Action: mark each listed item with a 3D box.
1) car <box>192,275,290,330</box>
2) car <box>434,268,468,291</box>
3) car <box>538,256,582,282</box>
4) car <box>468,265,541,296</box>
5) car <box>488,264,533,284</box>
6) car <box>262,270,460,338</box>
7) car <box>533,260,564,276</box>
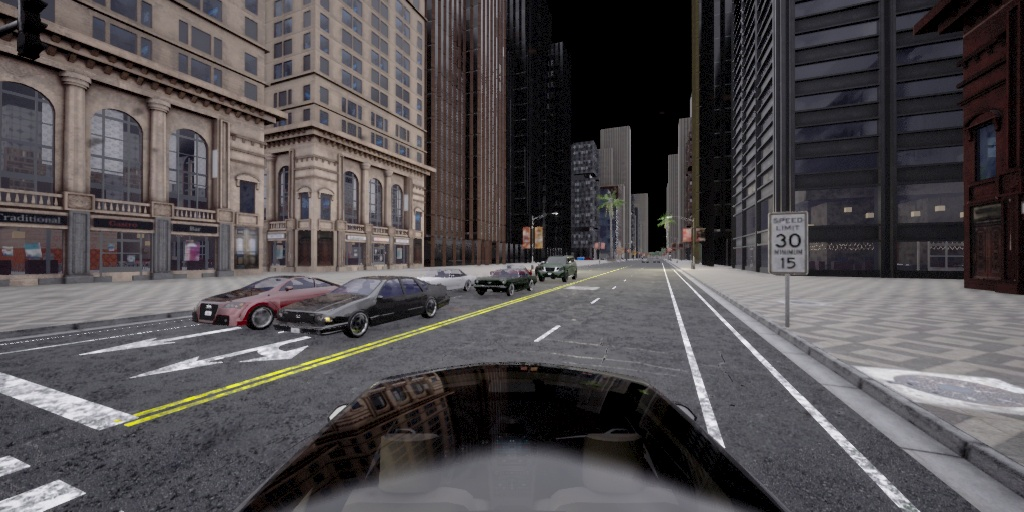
[{"bbox_3d":[-7.170,1.316,11.206,1.994,1.385,4.181,0,0,23],"label":"car"},{"bbox_3d":[-3.823,1.356,19.303,1.895,1.301,4.718,0,0,23],"label":"car"},{"bbox_3d":[3.858,0.986,29.342,2.150,2.045,5.566,0,0,22],"label":"car"},{"bbox_3d":[-0.238,1.357,19.461,1.895,1.301,4.718,0,0,23],"label":"car"},{"bbox_3d":[-0.010,1.364,28.506,1.895,1.301,4.718,0,0,23],"label":"car"},{"bbox_3d":[-3.907,1.299,10.601,2.033,1.411,5.357,0,0,22],"label":"car"},{"bbox_3d":[3.930,1.250,37.921,1.882,1.535,5.008,0,0,23],"label":"car"}]
